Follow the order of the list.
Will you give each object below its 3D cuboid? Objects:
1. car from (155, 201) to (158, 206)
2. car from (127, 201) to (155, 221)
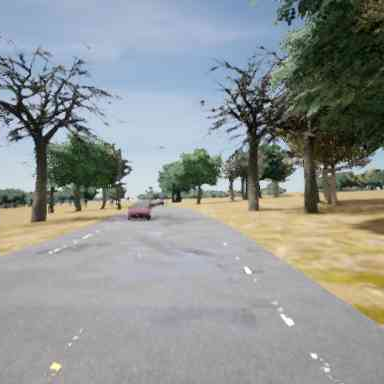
[{"bbox_3d":[-8.767,2.552,70.516,1.895,1.301,4.718,0,-1,-8],"label":"car"},{"bbox_3d":[-4.580,1.703,29.711,1.882,1.535,5.008,0,-1,-4],"label":"car"}]
